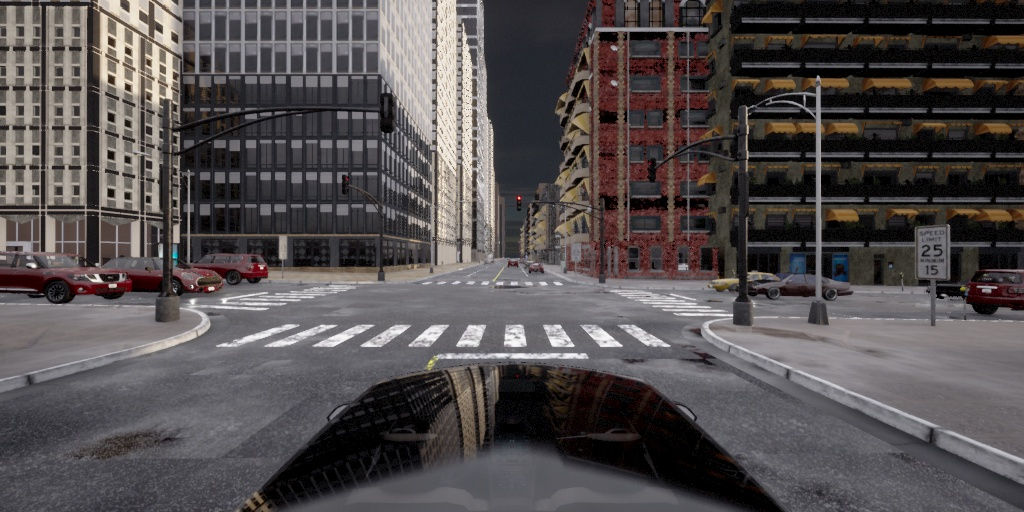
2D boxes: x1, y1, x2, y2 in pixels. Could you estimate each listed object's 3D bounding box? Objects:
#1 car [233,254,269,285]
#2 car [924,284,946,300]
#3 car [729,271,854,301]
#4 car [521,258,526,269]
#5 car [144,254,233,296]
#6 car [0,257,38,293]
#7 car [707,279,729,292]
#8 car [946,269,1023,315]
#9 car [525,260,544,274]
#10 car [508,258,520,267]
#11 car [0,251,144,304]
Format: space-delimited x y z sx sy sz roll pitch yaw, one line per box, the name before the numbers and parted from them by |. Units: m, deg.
car | -17.681 0.776 21.848 5.009 1.841 2.192 0 0 0
car | 25.764 1.855 19.572 4.718 1.301 1.895 1 0 0
car | 15.259 1.610 19.496 5.357 1.411 2.033 1 0 0
car | 2.767 1.317 54.715 2.007 1.370 4.403 0 0 0
car | -15.722 0.835 16.073 4.553 1.767 2.097 1 0 0
car | -24.941 0.789 16.009 5.008 1.535 1.882 1 0 -1
car | 14.660 1.587 22.083 4.829 1.417 1.751 0 0 0
car | 20.616 1.461 13.778 5.009 1.841 2.192 0 0 0
car | 2.799 1.341 41.798 1.802 1.307 4.207 0 0 0
car | 0.191 1.252 65.096 1.882 1.535 5.008 0 0 0
car | -17.558 0.757 13.469 5.009 1.841 2.192 0 0 0
